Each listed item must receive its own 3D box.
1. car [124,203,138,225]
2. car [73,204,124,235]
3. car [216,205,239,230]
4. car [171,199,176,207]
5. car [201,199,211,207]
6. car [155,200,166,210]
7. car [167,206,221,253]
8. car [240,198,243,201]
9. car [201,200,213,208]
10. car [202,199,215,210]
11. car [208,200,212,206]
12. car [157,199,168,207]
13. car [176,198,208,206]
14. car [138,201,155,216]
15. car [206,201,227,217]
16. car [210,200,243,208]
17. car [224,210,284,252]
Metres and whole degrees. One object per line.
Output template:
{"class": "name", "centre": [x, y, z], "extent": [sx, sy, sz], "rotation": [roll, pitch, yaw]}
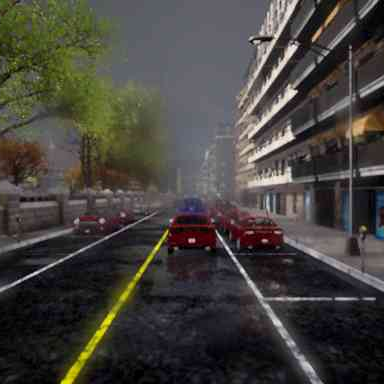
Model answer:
{"class": "car", "centre": [-5.697, 1.689, 25.769], "extent": [1.967, 1.590, 4.097], "rotation": [0, -1, 0]}
{"class": "car", "centre": [-5.696, 1.633, 20.141], "extent": [1.967, 1.590, 4.097], "rotation": [0, -1, 0]}
{"class": "car", "centre": [2.685, 1.738, 20.142], "extent": [1.887, 1.381, 4.507], "rotation": [0, -1, 0]}
{"class": "car", "centre": [-3.026, 2.164, 66.561], "extent": [1.837, 1.490, 4.892], "rotation": [0, 0, 0]}
{"class": "car", "centre": [2.674, 2.176, 65.353], "extent": [1.752, 1.417, 4.829], "rotation": [0, -1, 0]}
{"class": "car", "centre": [-5.703, 2.054, 53.749], "extent": [1.752, 1.417, 4.829], "rotation": [0, -1, 0]}
{"class": "car", "centre": [0.004, 1.616, 14.471], "extent": [1.882, 1.535, 5.008], "rotation": [0, 0, 0]}
{"class": "car", "centre": [14.595, 2.530, 92.175], "extent": [5.009, 1.841, 2.192], "rotation": [1, -1, 0]}
{"class": "car", "centre": [2.676, 2.155, 59.552], "extent": [1.947, 1.339, 4.313], "rotation": [0, -1, 0]}
{"class": "car", "centre": [2.677, 1.971, 53.922], "extent": [1.967, 1.590, 4.097], "rotation": [0, -1, 0]}
{"class": "car", "centre": [2.682, 1.619, 31.403], "extent": [2.192, 1.841, 5.009], "rotation": [0, -1, 0]}
{"class": "car", "centre": [-5.706, 2.173, 65.010], "extent": [1.752, 1.417, 4.829], "rotation": [0, -1, 0]}
{"class": "car", "centre": [-0.005, 1.497, 29.002], "extent": [2.150, 2.045, 5.566], "rotation": [0, 0, 0]}
{"class": "car", "centre": [-5.699, 1.910, 37.029], "extent": [2.008, 1.369, 4.403], "rotation": [0, -1, 0]}
{"class": "car", "centre": [2.681, 1.800, 37.033], "extent": [1.967, 1.590, 4.097], "rotation": [0, -1, 0]}
{"class": "car", "centre": [2.684, 1.689, 25.772], "extent": [1.967, 1.590, 4.097], "rotation": [0, -1, 0]}
{"class": "car", "centre": [2.687, 1.683, 14.512], "extent": [1.887, 1.381, 4.507], "rotation": [0, -1, 0]}
